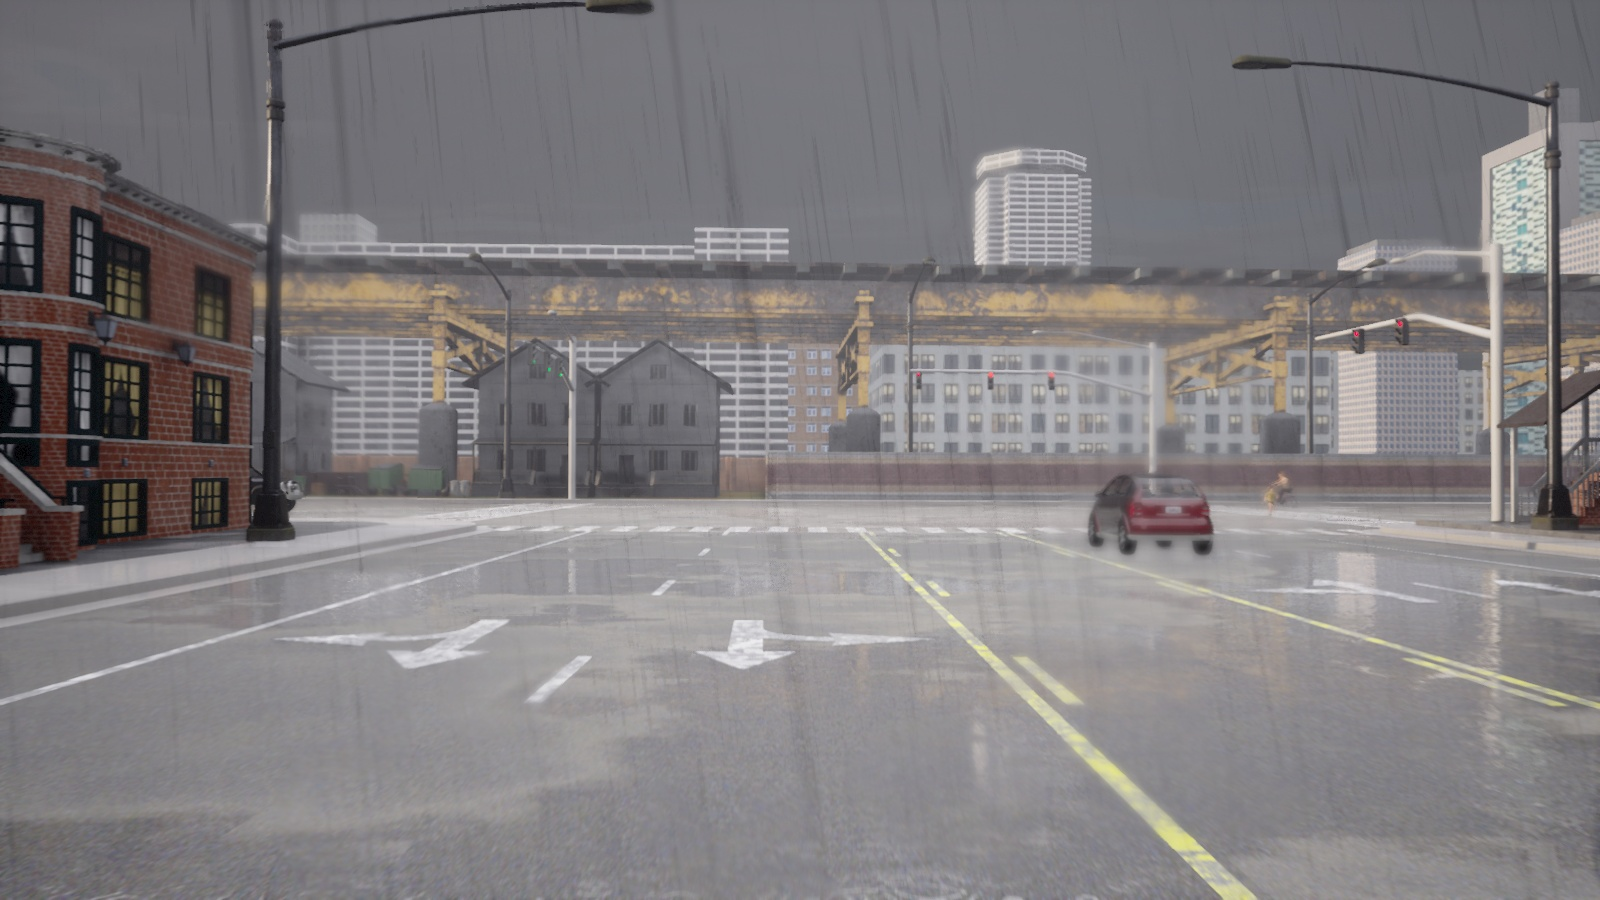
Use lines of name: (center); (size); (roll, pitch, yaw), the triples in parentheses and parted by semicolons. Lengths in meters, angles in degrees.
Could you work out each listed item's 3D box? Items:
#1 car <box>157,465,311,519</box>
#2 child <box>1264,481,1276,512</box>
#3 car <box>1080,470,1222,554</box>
car: (-20.017, 1.457, 44.535); (4.605, 1.855, 1.932); (0, -1, 0)
child: (16.802, 1.664, 44.859); (0.255, 1.110, 0.394); (0, -1, -3)
car: (6.938, 1.187, 25.177); (1.789, 1.549, 3.705); (0, -1, 0)
